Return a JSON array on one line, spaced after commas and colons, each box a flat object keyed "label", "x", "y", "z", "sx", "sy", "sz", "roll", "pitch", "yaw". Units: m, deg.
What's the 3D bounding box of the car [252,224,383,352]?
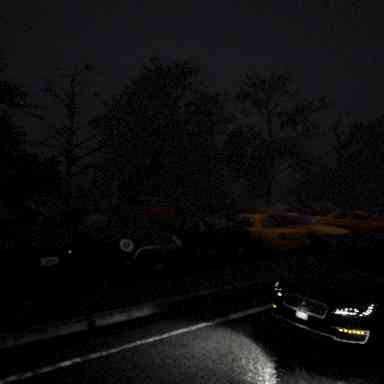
[{"label": "car", "x": 3.570, "y": 1.561, "z": 6.237, "sx": 4.892, "sy": 1.490, "sz": 1.837, "roll": 1, "pitch": 0, "yaw": -36}]

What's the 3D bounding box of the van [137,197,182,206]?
[{"label": "van", "x": -3.018, "y": 1.380, "z": 26.150, "sx": 1.878, "sy": 1.987, "sz": 4.442, "roll": 1, "pitch": -1, "yaw": -35}]

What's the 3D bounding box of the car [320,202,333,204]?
[{"label": "car", "x": 12.850, "y": 1.775, "z": 37.285, "sx": 2.185, "sy": 1.767, "sz": 4.553, "roll": 1, "pitch": -1, "yaw": -35}]

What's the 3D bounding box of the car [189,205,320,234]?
[{"label": "car", "x": 2.303, "y": 1.569, "z": 13.973, "sx": 1.946, "sy": 1.575, "sz": 5.366, "roll": 1, "pitch": -1, "yaw": -35}]

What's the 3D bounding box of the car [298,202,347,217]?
[{"label": "car", "x": 15.131, "y": 1.943, "z": 38.856, "sx": 2.097, "sy": 1.535, "sz": 5.008, "roll": 1, "pitch": -1, "yaw": -35}]

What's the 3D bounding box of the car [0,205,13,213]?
[{"label": "car", "x": -11.889, "y": 1.494, "z": 19.728, "sx": 2.097, "sy": 1.535, "sz": 5.008, "roll": 0, "pitch": 0, "yaw": -35}]

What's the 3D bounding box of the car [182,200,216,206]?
[{"label": "car", "x": -0.575, "y": 1.677, "z": 27.702, "sx": 2.163, "sy": 1.488, "sz": 4.792, "roll": 1, "pitch": -1, "yaw": -35}]

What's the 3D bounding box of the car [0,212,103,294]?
[{"label": "car", "x": -4.396, "y": 1.526, "z": 9.037, "sx": 2.163, "sy": 1.488, "sz": 4.792, "roll": 0, "pitch": 0, "yaw": -35}]

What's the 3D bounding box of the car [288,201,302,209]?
[{"label": "car", "x": 8.449, "y": 1.858, "z": 34.126, "sx": 2.002, "sy": 1.452, "sz": 4.674, "roll": 1, "pitch": -1, "yaw": -35}]

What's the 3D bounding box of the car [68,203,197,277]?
[{"label": "car", "x": -2.134, "y": 1.391, "z": 10.642, "sx": 2.185, "sy": 1.767, "sz": 4.553, "roll": 1, "pitch": 0, "yaw": -35}]

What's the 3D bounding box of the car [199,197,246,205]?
[{"label": "car", "x": 1.655, "y": 1.439, "z": 29.351, "sx": 2.435, "sy": 2.045, "sz": 5.566, "roll": 1, "pitch": -1, "yaw": -35}]

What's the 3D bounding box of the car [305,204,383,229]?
[{"label": "car", "x": 9.310, "y": 1.689, "z": 18.483, "sx": 1.946, "sy": 1.575, "sz": 5.366, "roll": 1, "pitch": -1, "yaw": -35}]

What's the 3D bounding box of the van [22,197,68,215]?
[{"label": "van", "x": -9.549, "y": 1.290, "z": 21.247, "sx": 1.878, "sy": 1.987, "sz": 4.442, "roll": 1, "pitch": 0, "yaw": -36}]

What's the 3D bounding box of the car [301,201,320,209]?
[{"label": "car", "x": 10.725, "y": 1.890, "z": 35.705, "sx": 2.163, "sy": 1.488, "sz": 4.792, "roll": 1, "pitch": -1, "yaw": -35}]

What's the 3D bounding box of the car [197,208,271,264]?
[{"label": "car", "x": 0.155, "y": 1.543, "z": 12.218, "sx": 2.231, "sy": 1.521, "sz": 4.892, "roll": 1, "pitch": -1, "yaw": -35}]

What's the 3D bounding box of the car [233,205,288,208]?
[{"label": "car", "x": 2.979, "y": 1.691, "z": 19.667, "sx": 5.357, "sy": 1.411, "sz": 2.033, "roll": 1, "pitch": -1, "yaw": -35}]

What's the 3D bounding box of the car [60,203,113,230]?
[{"label": "car", "x": -7.384, "y": 1.569, "z": 22.949, "sx": 2.163, "sy": 1.488, "sz": 4.792, "roll": 1, "pitch": 0, "yaw": -35}]

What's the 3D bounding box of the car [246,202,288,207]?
[{"label": "car", "x": 6.295, "y": 1.772, "z": 32.376, "sx": 1.946, "sy": 1.575, "sz": 5.366, "roll": 1, "pitch": -1, "yaw": -35}]

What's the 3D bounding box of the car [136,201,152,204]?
[{"label": "car", "x": -5.231, "y": 1.599, "z": 24.474, "sx": 2.163, "sy": 1.488, "sz": 4.792, "roll": 1, "pitch": -1, "yaw": -35}]
